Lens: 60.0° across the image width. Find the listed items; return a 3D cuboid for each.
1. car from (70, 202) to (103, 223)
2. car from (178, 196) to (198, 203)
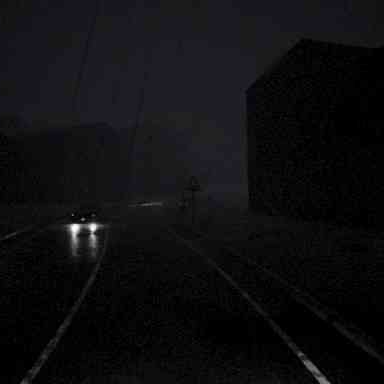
[{"bbox_3d":[-7.789,1.471,25.101,2.033,1.411,5.357,0,0,-9],"label":"car"},{"bbox_3d":[-0.732,1.414,65.084,1.895,1.301,4.718,-3,-1,30],"label":"car"}]
